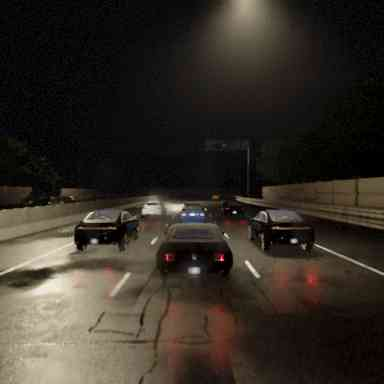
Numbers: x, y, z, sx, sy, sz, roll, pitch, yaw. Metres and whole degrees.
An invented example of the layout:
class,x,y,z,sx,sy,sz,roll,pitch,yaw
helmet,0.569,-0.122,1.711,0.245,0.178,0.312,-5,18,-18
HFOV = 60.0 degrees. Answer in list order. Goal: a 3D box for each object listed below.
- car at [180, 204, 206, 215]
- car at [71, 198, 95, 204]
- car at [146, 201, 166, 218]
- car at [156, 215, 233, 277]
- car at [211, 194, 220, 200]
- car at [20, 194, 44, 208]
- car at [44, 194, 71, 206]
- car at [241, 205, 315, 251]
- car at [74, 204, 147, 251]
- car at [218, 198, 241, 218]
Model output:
class,x,y,z,sx,sy,sz,roll,pitch,yaw
car,0.079,1.555,24.503,2.033,1.411,5.357,0,0,0
car,-14.063,1.539,44.458,1.812,1.442,4.674,0,0,0
car,-3.404,1.534,30.226,1.812,1.442,4.674,0,0,0
car,0.076,1.606,10.238,1.895,1.301,4.718,0,0,0
car,6.943,1.463,95.039,1.882,1.535,5.008,0,0,1
car,-21.054,1.237,45.087,2.150,2.045,5.566,0,0,0
car,-17.559,1.364,44.740,2.097,1.767,4.553,0,0,0
car,3.592,1.498,14.078,2.128,1.511,4.902,0,0,0
car,-3.408,1.497,14.048,2.128,1.511,4.902,0,0,0
car,3.604,1.535,30.224,1.812,1.442,4.674,0,0,0
